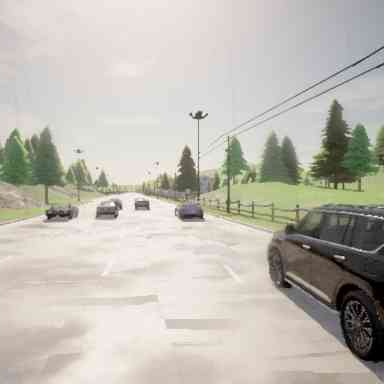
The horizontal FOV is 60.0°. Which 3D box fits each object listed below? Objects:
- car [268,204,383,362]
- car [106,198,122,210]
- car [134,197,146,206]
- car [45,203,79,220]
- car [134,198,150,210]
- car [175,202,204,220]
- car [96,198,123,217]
[{"bbox_3d":[3.153,1.222,6.097,2.150,2.045,5.566,0,0,-5],"label":"car"},{"bbox_3d":[-10.041,1.526,43.272,1.812,1.442,4.674,0,0,-10],"label":"car"},{"bbox_3d":[-8.863,1.601,56.478,1.895,1.301,4.718,0,0,-10],"label":"car"},{"bbox_3d":[-10.883,1.601,28.202,1.895,1.301,4.718,0,0,-10],"label":"car"},{"bbox_3d":[-6.577,1.491,43.784,2.128,1.511,4.902,0,0,-10],"label":"car"},{"bbox_3d":[-0.301,1.564,28.622,1.994,1.385,4.181,0,0,-10],"label":"car"},{"bbox_3d":[-7.800,1.547,30.843,2.033,1.411,5.357,0,0,-10],"label":"car"}]
